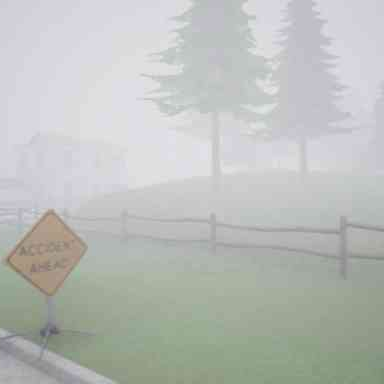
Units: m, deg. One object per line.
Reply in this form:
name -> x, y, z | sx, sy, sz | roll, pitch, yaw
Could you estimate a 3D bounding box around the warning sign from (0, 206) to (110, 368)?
warning sign -> -2.051, 1.163, 4.780 | 1.060, 1.860, 1.300 | -1, 0, 35
